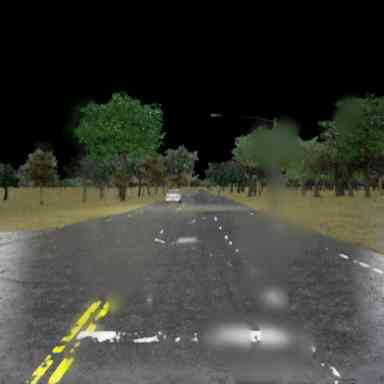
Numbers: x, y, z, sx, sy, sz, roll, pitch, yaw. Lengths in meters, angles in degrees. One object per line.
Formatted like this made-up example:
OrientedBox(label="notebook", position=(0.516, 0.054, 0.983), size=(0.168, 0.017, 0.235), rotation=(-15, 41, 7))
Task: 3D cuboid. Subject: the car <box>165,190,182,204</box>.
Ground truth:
OrientedBox(label="car", position=(-2.776, 0.680, 50.941), size=(2.150, 2.045, 5.566), rotation=(0, 1, 2))
